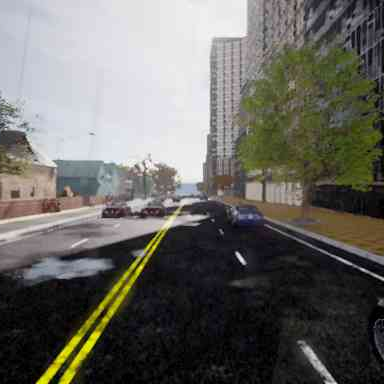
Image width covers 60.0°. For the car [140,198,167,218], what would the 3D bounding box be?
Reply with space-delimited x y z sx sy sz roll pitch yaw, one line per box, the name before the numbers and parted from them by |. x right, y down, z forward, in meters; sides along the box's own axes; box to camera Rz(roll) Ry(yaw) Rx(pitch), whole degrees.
car | -3.343 1.484 29.437 1.994 1.385 4.181 0 0 0

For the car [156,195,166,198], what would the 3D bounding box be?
car | -6.500 1.383 69.653 2.128 1.511 4.902 0 0 0

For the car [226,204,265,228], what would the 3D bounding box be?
car | 3.352 1.485 21.556 2.033 1.411 5.357 0 0 0

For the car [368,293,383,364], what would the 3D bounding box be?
car | 3.350 1.516 2.683 1.812 1.442 4.674 0 0 0

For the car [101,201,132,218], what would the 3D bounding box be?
car | -6.592 1.484 29.409 1.994 1.385 4.181 0 0 0

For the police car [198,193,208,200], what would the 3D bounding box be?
police car | 3.250 1.277 87.990 1.930 1.638 5.238 0 0 0

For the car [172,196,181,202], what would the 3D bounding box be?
car | -3.250 1.453 70.040 1.895 1.301 4.718 0 0 0
